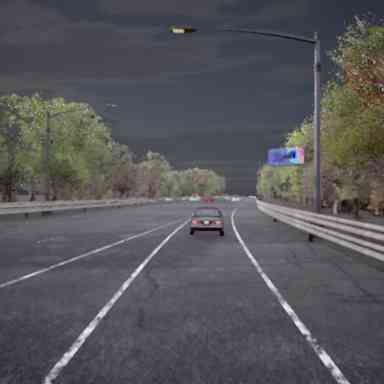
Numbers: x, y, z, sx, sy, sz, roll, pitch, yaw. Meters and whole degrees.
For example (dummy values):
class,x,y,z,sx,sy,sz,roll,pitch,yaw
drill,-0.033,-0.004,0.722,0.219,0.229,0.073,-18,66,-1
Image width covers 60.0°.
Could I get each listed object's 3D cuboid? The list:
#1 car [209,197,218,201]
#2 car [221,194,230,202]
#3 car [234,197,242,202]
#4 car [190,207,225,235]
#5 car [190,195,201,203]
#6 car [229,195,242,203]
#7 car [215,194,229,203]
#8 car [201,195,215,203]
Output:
class,x,y,z,sx,sy,sz,roll,pitch,yaw
car,6.200,2.016,95.272,1.895,1.301,4.718,0,0,10
car,9.644,1.653,94.642,2.150,2.045,5.566,0,0,10
car,13.086,2.030,94.005,1.895,1.301,4.718,0,0,10
car,0.916,1.587,19.107,2.033,1.411,5.357,0,0,4
car,0.872,1.711,85.660,2.150,2.045,5.566,0,0,10
car,11.198,1.732,83.758,2.150,2.045,5.566,0,0,10
car,7.751,2.025,84.360,2.128,1.511,4.902,0,0,10
car,4.314,1.718,85.025,2.150,2.045,5.566,0,0,10
